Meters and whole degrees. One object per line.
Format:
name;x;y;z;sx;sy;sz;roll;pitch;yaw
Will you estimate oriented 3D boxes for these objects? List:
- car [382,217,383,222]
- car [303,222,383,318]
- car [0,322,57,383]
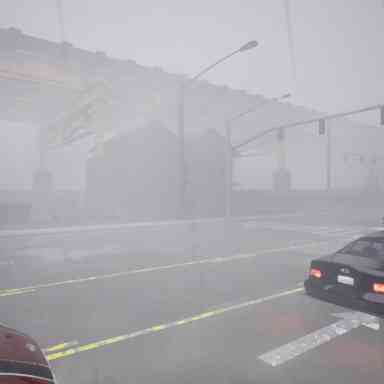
car;14.076;1.563;20.649;4.181;1.385;1.994;0;0;-12
car;4.671;1.547;7.115;5.357;1.411;2.033;0;0;-35
car;-3.011;1.352;1.600;4.553;1.767;2.097;0;0;-36
